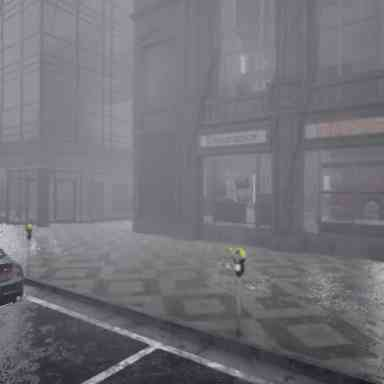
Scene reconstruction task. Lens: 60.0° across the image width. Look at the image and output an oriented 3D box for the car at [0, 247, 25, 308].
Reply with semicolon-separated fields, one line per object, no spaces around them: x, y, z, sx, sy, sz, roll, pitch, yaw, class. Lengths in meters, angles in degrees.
-5.001;1.488;6.529;4.403;1.369;2.008;1;1;36;car
